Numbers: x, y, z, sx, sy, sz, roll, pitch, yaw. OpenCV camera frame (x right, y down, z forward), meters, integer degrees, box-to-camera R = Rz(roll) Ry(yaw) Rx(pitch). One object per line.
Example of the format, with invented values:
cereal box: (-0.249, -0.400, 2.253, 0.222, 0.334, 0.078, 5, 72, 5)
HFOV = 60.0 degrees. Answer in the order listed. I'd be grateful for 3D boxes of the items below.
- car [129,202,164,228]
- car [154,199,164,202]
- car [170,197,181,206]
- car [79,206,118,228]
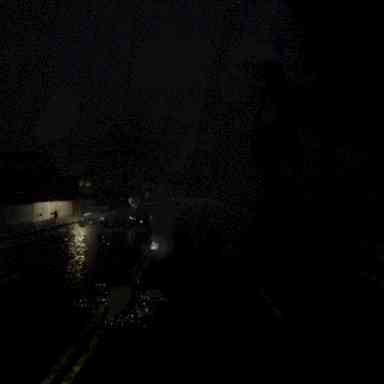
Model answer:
car: (-3.349, 1.722, 24.362, 1.837, 1.490, 4.892, 0, -1, 0)
car: (-6.512, 2.065, 65.423, 1.837, 1.490, 4.892, 0, 0, 0)
car: (-3.260, 2.144, 66.810, 1.994, 1.385, 4.181, 0, 0, 0)
car: (-6.600, 1.739, 23.992, 1.812, 1.442, 4.674, 0, -1, 0)
